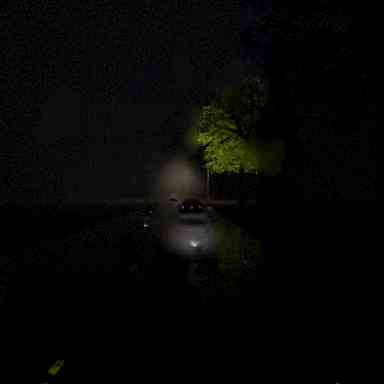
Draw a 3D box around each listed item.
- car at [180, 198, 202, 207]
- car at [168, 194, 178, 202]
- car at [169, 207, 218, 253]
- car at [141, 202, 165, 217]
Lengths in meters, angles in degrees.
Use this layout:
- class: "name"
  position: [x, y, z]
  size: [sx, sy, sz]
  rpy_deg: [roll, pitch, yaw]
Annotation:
- class: "car"
  position: [-0.054, 1.449, 32.604]
  size: [2.097, 1.767, 4.553]
  rpy_deg: [0, 0, 0]
- class: "car"
  position: [-4.229, 1.275, 73.113]
  size: [2.097, 1.767, 4.553]
  rpy_deg: [0, 0, -1]
- class: "car"
  position: [0.060, 1.582, 13.756]
  size: [1.812, 1.442, 4.674]
  rpy_deg: [0, 0, 0]
- class: "car"
  position: [-3.747, 1.662, 32.570]
  size: [1.994, 1.385, 4.181]
  rpy_deg: [0, 0, 0]
